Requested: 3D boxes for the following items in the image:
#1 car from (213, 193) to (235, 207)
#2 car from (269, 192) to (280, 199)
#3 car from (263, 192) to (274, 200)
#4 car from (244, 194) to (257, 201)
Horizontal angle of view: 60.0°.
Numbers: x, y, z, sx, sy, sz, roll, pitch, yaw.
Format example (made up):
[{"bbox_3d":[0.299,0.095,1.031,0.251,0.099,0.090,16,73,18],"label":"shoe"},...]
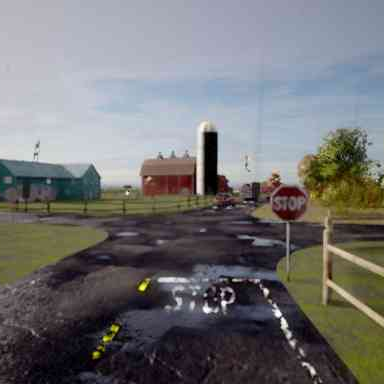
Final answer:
[{"bbox_3d":[4.263,0.955,43.635,2.097,1.767,4.553,0,1,18],"label":"car"},{"bbox_3d":[18.906,0.710,76.018,1.837,1.490,4.892,0,0,20],"label":"car"},{"bbox_3d":[15.457,0.948,66.626,1.812,1.442,4.674,0,1,20],"label":"car"},{"bbox_3d":[11.084,0.991,62.696,2.033,1.411,5.357,0,1,20],"label":"car"}]
